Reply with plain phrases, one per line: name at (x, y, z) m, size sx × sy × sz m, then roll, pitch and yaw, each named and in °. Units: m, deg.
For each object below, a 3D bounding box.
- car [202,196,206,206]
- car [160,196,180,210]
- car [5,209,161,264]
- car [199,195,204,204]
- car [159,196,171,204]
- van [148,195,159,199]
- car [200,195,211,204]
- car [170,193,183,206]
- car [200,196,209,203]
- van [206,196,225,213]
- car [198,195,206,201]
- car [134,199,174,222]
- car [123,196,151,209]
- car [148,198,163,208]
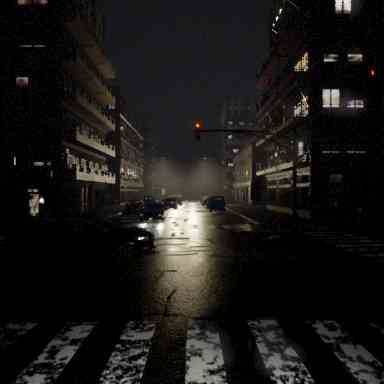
car at (2.701, 1.533, 43.051) m, size 1.887 × 1.381 × 4.507 m, roll 0°, pitch 0°, yaw 0°
car at (-2.807, 1.514, 41.865) m, size 1.812 × 1.442 × 4.674 m, roll 0°, pitch 0°, yaw 0°
car at (-3.721, 1.525, 11.448) m, size 4.902 × 1.511 × 2.128 m, roll -1°, pitch 0°, yaw 0°
car at (2.619, 1.550, 54.213) m, size 1.947 × 1.339 × 4.313 m, roll 0°, pitch 0°, yaw 0°
car at (-5.253, 1.524, 65.383) m, size 1.887 × 1.381 × 4.507 m, roll 0°, pitch 0°, yaw 0°
van at (-5.369, 1.329, 43.059) m, size 1.690 × 1.788 × 3.998 m, roll 0°, pitch 0°, yaw 0°
car at (2.627, 1.419, 65.376) m, size 1.967 × 1.590 × 4.097 m, roll 0°, pitch 0°, yaw 0°
car at (-2.761, 1.203, 55.655) m, size 2.150 × 2.045 × 5.566 m, roll 0°, pitch 0°, yaw 0°
car at (2.632, 1.520, 70.957) m, size 1.887 × 1.381 × 4.507 m, roll 0°, pitch 0°, yaw 0°
van at (2.730, 1.331, 36.847) m, size 1.690 × 1.788 × 3.998 m, roll 0°, pitch 0°, yaw 0°
car at (2.648, 1.527, 87.702) m, size 1.947 × 1.339 × 4.313 m, roll 0°, pitch 0°, yaw 0°
car at (-2.880, 1.541, 26.305) m, size 2.033 × 1.411 × 5.357 m, roll 0°, pitch 0°, yaw 1°
car at (-5.414, 1.432, 31.895) m, size 1.967 × 1.590 × 4.097 m, roll 0°, pitch 0°, yaw 0°
car at (-5.317, 1.568, 48.640) m, size 1.802 × 1.307 × 4.206 m, roll 0°, pitch 0°, yaw 0°
